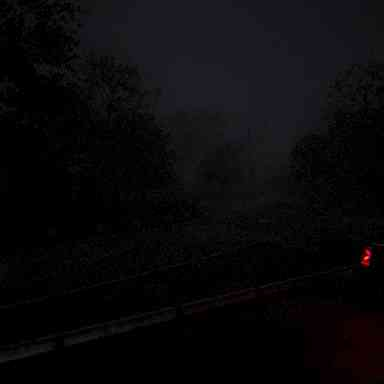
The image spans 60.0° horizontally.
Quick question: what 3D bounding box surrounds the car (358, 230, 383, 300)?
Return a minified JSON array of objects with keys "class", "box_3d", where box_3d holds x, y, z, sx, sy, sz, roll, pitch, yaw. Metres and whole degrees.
[{"class":"car","box_3d":[5.521,1.260,6.858,4.553,1.767,2.097,-1,1,-32]}]
